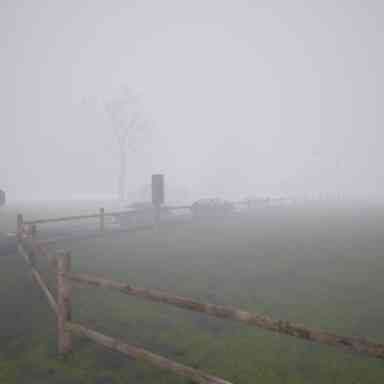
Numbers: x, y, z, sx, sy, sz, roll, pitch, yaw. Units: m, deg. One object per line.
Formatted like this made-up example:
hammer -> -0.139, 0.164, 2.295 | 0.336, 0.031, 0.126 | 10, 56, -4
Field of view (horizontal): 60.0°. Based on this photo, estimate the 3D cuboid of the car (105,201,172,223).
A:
car -> -3.703, 1.387, 24.122 | 2.033, 1.411, 5.357 | -2, 0, 35

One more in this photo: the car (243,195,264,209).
car -> 6.918, 1.147, 39.381 | 2.128, 1.511, 4.902 | -2, 0, 35

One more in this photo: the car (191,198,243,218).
car -> 1.869, 1.211, 26.983 | 2.128, 1.511, 4.902 | -2, 0, 35
